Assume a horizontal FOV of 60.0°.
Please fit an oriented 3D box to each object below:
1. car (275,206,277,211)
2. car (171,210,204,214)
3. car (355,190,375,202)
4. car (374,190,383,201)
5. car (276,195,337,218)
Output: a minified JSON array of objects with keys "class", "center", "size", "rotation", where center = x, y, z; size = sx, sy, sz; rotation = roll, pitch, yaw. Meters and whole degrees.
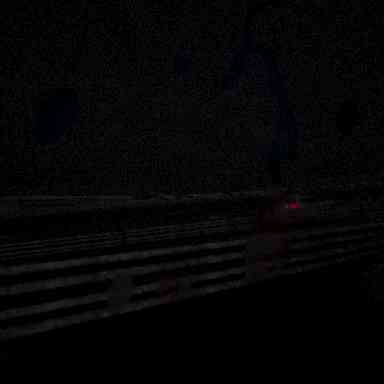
[{"class":"car","center":[11.515,1.607,36.292],"size":[4.718,1.301,1.895],"rotation":[-4,2,-23]},{"class":"car","center":[-0.211,2.159,35.156],"size":[4.181,1.385,1.994],"rotation":[-4,2,-23]},{"class":"car","center":[24.602,0.450,45.591],"size":[4.892,1.490,1.837],"rotation":[-4,2,-23]},{"class":"car","center":[25.963,0.551,42.368],"size":[4.181,1.385,1.994],"rotation":[-4,2,-23]},{"class":"car","center":[11.476,1.328,32.474],"size":[5.566,2.045,2.150],"rotation":[-4,2,-23]}]
